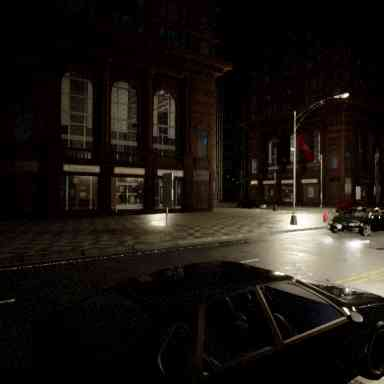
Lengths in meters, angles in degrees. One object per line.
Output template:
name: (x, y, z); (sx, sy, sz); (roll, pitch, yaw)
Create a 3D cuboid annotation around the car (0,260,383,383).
car: (0.394, 1.548, 3.723); (5.357, 1.411, 2.033); (0, 0, -36)

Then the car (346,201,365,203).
car: (17.157, 1.683, 34.050); (1.812, 1.442, 4.674); (1, -1, -38)

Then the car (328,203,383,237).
car: (9.493, 1.537, 18.295); (4.892, 1.490, 1.837); (0, 0, -35)

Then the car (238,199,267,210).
car: (8.335, 1.750, 46.281); (1.812, 1.442, 4.674); (1, 0, -35)
